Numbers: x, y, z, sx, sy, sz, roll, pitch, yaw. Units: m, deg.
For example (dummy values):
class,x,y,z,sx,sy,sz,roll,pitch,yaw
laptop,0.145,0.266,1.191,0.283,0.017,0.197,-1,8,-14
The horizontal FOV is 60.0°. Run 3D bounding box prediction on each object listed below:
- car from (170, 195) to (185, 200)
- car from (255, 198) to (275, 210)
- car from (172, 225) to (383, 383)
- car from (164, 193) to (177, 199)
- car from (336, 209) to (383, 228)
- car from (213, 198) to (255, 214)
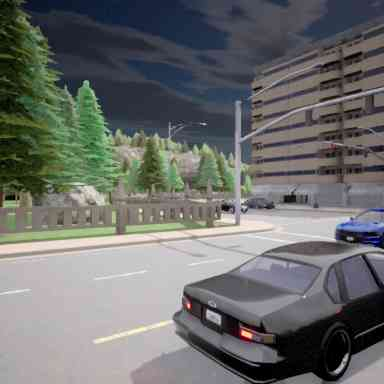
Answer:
class,x,y,z,sx,sy,sz,roll,pitch,yaw
car,-1.063,1.492,44.349,2.033,1.411,5.357,0,0,-19
car,7.974,1.492,41.559,2.033,1.411,5.357,0,0,-29
car,2.312,1.547,5.438,5.357,1.411,2.033,0,0,-35
car,-3.446,1.168,56.292,2.150,2.045,5.566,0,0,-2
car,8.000,1.467,14.003,5.008,1.535,1.882,-1,0,-36
car,3.877,1.436,34.920,2.128,1.511,4.902,0,0,-32
